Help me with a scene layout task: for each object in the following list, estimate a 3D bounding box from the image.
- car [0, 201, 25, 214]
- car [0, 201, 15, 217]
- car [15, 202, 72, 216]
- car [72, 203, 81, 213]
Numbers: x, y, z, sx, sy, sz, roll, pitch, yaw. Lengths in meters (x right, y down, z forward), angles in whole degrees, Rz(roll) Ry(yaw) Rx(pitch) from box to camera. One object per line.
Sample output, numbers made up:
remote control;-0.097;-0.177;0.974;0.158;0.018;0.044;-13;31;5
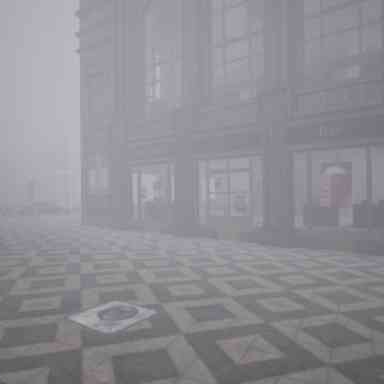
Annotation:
car;-21.123;1.680;36.759;2.008;1.369;4.403;-1;-1;35
car;-17.464;1.533;27.181;2.008;1.369;4.403;-1;-1;35
car;-14.185;1.568;31.807;1.947;1.339;4.313;-1;-1;35
car;-10.811;1.553;36.571;1.752;1.417;4.829;-1;-1;35
